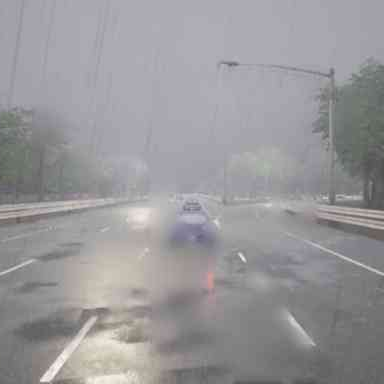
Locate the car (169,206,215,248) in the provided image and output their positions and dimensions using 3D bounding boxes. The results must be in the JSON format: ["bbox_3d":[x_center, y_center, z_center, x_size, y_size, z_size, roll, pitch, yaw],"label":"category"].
[{"bbox_3d":[-0.004,1.543,14.653,1.812,1.442,4.674,0,0,0],"label":"car"}]

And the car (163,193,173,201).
[{"bbox_3d":[-7.025,1.694,93.923,1.812,1.442,4.674,0,0,0],"label":"car"}]

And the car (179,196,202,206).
[{"bbox_3d":[-0.007,1.531,35.329,2.128,1.511,4.902,0,0,0],"label":"car"}]

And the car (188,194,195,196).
[{"bbox_3d":[-0.017,1.622,62.485,2.033,1.411,5.357,0,0,0],"label":"car"}]

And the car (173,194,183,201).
[{"bbox_3d":[-3.525,1.525,93.893,2.097,1.767,4.553,0,0,0],"label":"car"}]
